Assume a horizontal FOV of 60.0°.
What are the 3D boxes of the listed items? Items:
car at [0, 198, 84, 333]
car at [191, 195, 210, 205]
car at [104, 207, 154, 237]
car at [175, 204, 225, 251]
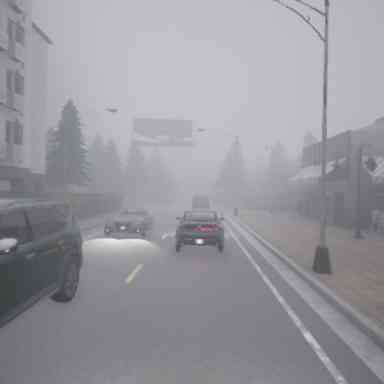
[{"bbox_3d":[-3.502,1.144,5.200,2.150,2.045,5.566,1,0,2],"label":"car"},{"bbox_3d":[1.081,1.319,41.657,2.150,2.045,5.566,1,1,2],"label":"car"},{"bbox_3d":[-3.163,1.468,17.430,1.994,1.385,4.181,1,0,2],"label":"car"},{"bbox_3d":[0.333,1.484,13.984,1.837,1.490,4.892,1,0,2],"label":"car"}]
